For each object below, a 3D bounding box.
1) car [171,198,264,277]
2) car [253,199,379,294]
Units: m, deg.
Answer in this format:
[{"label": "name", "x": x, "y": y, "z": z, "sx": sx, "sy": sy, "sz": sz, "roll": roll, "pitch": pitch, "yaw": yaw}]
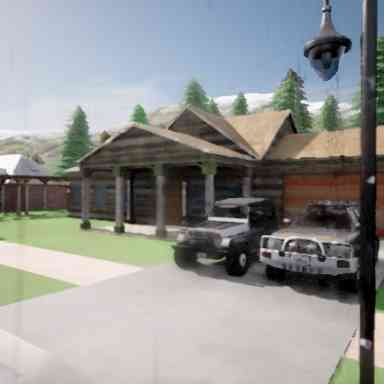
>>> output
[{"label": "car", "x": 1.222, "y": 1.132, "z": 9.667, "sx": 1.905, "sy": 1.878, "sz": 3.866, "roll": 1, "pitch": 0, "yaw": 35}, {"label": "car", "x": 3.502, "y": 1.149, "z": 8.537, "sx": 1.932, "sy": 1.855, "sz": 4.605, "roll": 1, "pitch": 0, "yaw": 35}]
